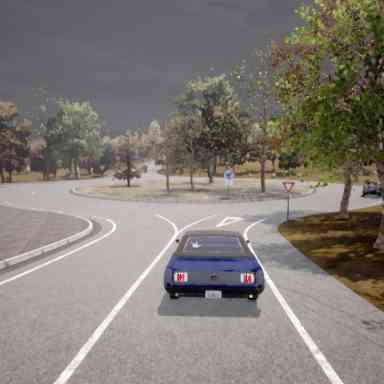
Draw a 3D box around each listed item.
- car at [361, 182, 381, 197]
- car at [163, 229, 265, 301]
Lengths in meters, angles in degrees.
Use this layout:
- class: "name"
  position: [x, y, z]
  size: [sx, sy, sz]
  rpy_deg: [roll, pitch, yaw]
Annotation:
- class: "car"
  position: [19.042, -0.385, 35.255]
  size: [2.033, 1.411, 5.357]
  rpy_deg: [3, 7, 27]
- class: "car"
  position: [0.508, 1.585, 8.307]
  size: [1.895, 1.301, 4.718]
  rpy_deg: [0, 0, 3]
